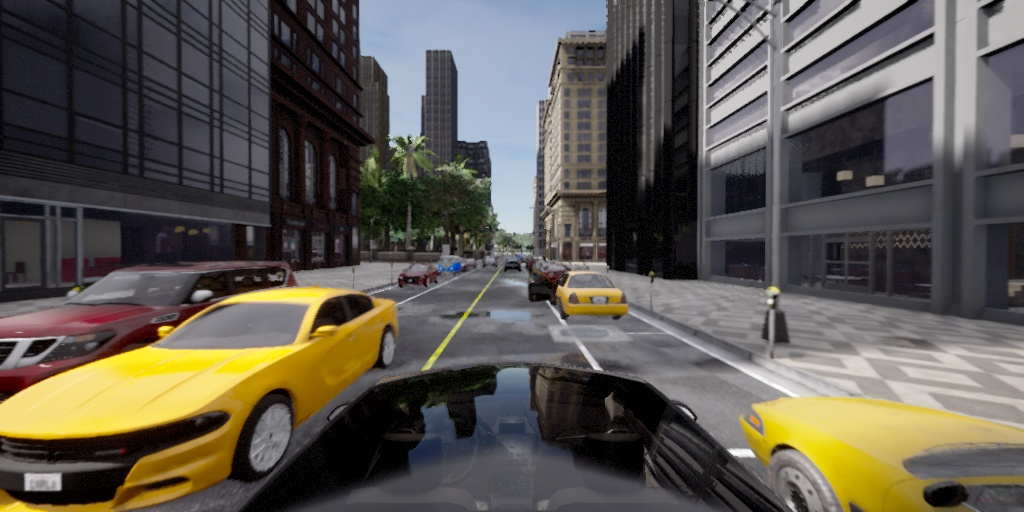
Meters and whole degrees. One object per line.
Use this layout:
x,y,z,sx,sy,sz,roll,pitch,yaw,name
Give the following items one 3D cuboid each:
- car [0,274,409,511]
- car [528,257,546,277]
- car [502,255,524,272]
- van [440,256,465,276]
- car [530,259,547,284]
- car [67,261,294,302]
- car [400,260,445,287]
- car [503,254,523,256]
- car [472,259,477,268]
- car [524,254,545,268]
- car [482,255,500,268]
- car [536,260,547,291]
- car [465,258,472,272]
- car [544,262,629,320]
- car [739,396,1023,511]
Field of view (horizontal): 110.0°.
-3.102,1.205,4.866,1.882,1.535,5.008,0,0,0,car
2.747,1.053,33.596,1.751,1.417,4.829,0,0,0,car
0.054,0.983,40.545,1.837,1.490,4.892,0,1,0,car
-5.778,0.869,33.437,1.690,1.789,3.998,0,0,0,van
2.749,1.115,28.001,2.007,1.370,4.403,0,0,0,car
-5.765,1.032,6.308,2.192,1.841,5.009,0,0,0,car
-5.773,1.148,22.585,1.888,1.381,4.507,0,0,0,car
0.190,0.873,52.023,1.882,1.535,5.008,0,1,5,car
-5.786,0.995,49.715,1.802,1.307,4.207,0,0,0,car
2.744,0.804,38.851,2.192,1.841,5.009,0,0,0,car
-3.024,0.948,50.469,1.812,1.442,4.674,0,0,0,car
2.751,1.147,22.576,1.888,1.381,4.507,0,0,0,car
-5.781,0.930,38.863,1.967,1.591,4.097,0,0,0,car
2.345,1.131,12.186,1.801,1.575,5.366,0,0,0,car
2.762,1.281,1.047,1.751,1.417,4.829,0,0,0,car
